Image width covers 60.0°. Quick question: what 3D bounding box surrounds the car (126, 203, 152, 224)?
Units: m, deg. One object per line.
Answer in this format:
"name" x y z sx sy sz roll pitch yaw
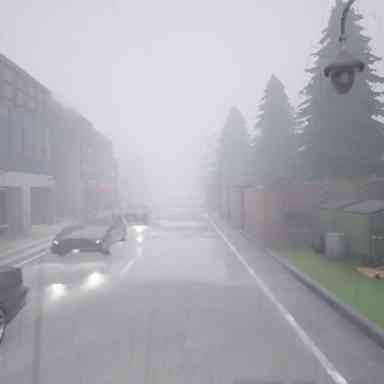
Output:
"car" -3.997 1.479 23.581 1.994 1.385 4.181 -1 0 -1

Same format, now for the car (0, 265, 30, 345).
"car" -3.632 1.583 3.324 2.033 1.411 5.357 -1 0 -1

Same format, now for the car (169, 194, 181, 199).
"car" -4.556 1.123 87.183 1.895 1.301 4.718 -1 0 -23

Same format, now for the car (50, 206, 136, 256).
"car" -3.822 1.523 13.448 2.033 1.411 5.357 -1 0 -1
